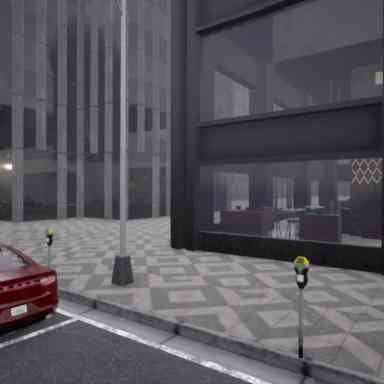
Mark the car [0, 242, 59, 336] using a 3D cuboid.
[{"bbox_3d":[-4.264,1.543,6.018,4.507,1.381,1.887,0,0,36],"label":"car"}]
